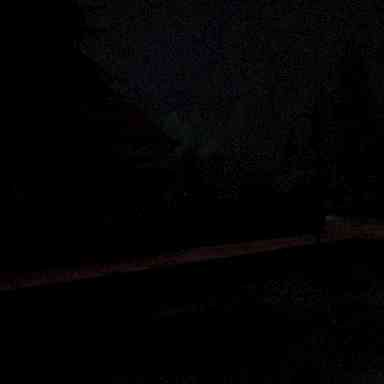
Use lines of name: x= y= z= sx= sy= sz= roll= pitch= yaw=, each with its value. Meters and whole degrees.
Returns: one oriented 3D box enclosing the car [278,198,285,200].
car: x=8.928 y=1.371 z=34.851 sx=1.812 sy=1.442 sz=4.674 roll=0 pitch=0 yaw=-36
